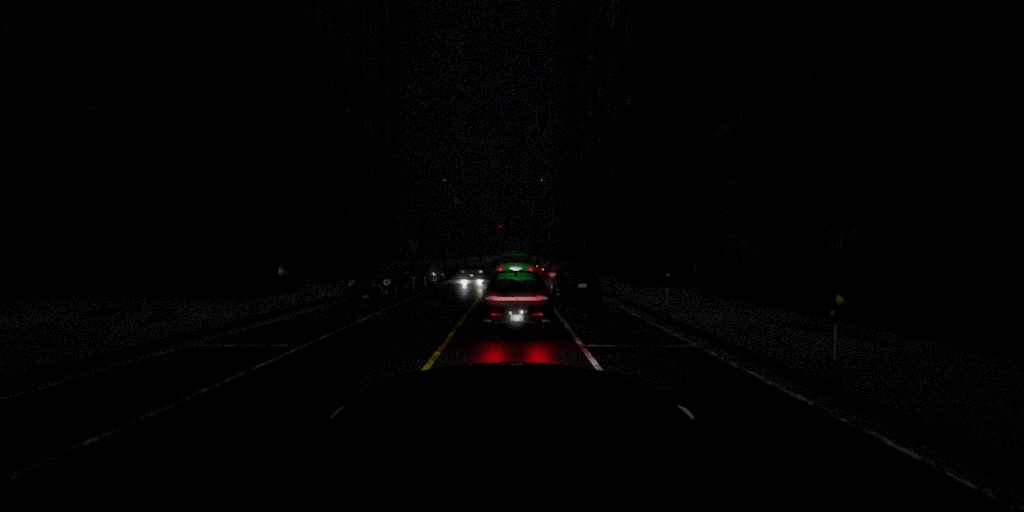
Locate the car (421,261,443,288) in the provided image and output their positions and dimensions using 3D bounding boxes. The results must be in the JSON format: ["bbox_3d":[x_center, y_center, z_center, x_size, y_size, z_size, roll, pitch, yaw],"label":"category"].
[{"bbox_3d":[-5.736,1.137,21.635,1.948,1.339,4.313,0,0,0],"label":"car"}]

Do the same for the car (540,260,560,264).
[{"bbox_3d":[2.789,1.116,21.622,1.888,1.381,4.507,0,0,0],"label":"car"}]

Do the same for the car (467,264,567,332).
[{"bbox_3d":[0.113,1.161,10.497,2.128,1.511,4.902,0,0,0],"label":"car"}]

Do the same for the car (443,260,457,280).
[{"bbox_3d":[-5.728,1.073,27.140,2.007,1.370,4.403,0,0,0],"label":"car"}]

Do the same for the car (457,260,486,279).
[{"bbox_3d":[-2.970,1.051,29.292,2.033,1.411,5.357,0,0,0],"label":"car"}]

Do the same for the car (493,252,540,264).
[{"bbox_3d":[0.131,0.804,20.376,2.150,2.045,5.566,0,1,-1],"label":"car"}]

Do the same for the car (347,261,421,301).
[{"bbox_3d":[-5.744,1.060,16.130,1.967,1.591,4.097,0,0,0],"label":"car"}]

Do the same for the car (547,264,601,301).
[{"bbox_3d":[2.781,1.185,16.118,1.948,1.339,4.313,0,0,0],"label":"car"}]
